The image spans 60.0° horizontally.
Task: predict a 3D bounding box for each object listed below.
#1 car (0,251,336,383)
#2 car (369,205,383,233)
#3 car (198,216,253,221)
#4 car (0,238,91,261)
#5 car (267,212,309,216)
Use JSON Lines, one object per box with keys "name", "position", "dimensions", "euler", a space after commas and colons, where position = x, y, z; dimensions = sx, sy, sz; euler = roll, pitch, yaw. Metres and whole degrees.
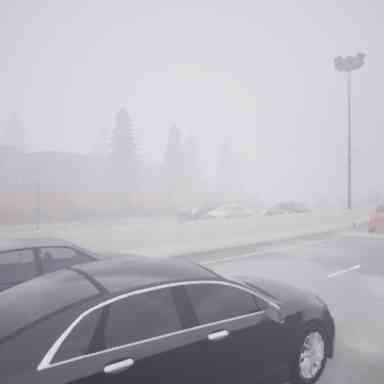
{"name": "car", "position": [-0.313, 1.530, 3.738], "dimensions": [4.892, 1.490, 1.837], "euler": [0, 0, -37]}
{"name": "car", "position": [12.344, 1.509, 20.068], "dimensions": [2.097, 1.767, 4.553], "euler": [0, -1, 42]}
{"name": "car", "position": [2.901, 1.702, 25.513], "dimensions": [1.812, 1.442, 4.674], "euler": [0, 0, 43]}
{"name": "car", "position": [-2.843, 1.585, 6.134], "dimensions": [5.357, 1.411, 2.033], "euler": [0, 0, -36]}
{"name": "car", "position": [7.042, 1.532, 24.920], "dimensions": [2.097, 1.767, 4.553], "euler": [0, -1, 41]}
